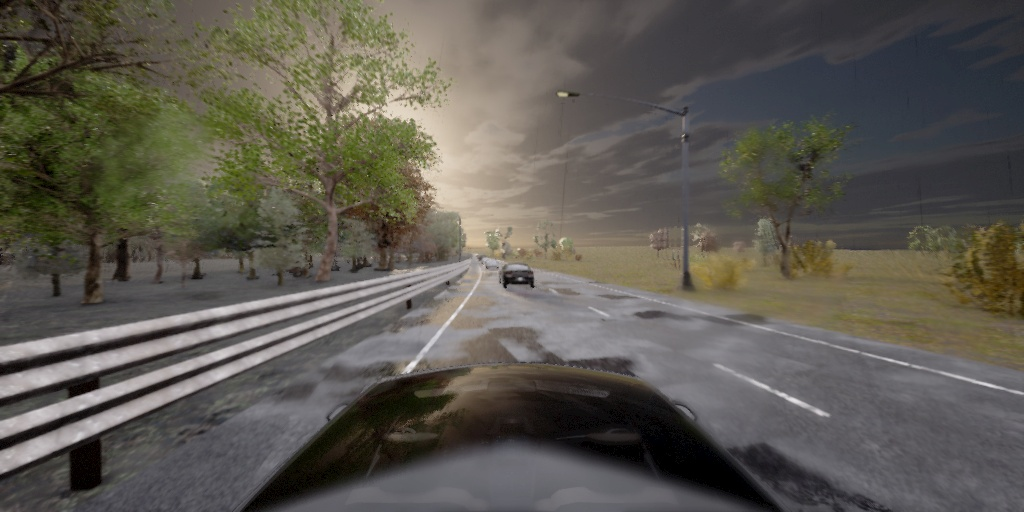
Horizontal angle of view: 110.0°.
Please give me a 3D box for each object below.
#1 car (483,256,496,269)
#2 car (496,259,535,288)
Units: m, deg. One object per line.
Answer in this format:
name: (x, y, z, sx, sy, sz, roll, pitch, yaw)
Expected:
car: (-2.862, 1.084, 52.100, 1.812, 1.442, 4.674, 0, 0, -6)
car: (0.215, 1.156, 22.960, 1.882, 1.535, 5.008, 0, 0, -6)
